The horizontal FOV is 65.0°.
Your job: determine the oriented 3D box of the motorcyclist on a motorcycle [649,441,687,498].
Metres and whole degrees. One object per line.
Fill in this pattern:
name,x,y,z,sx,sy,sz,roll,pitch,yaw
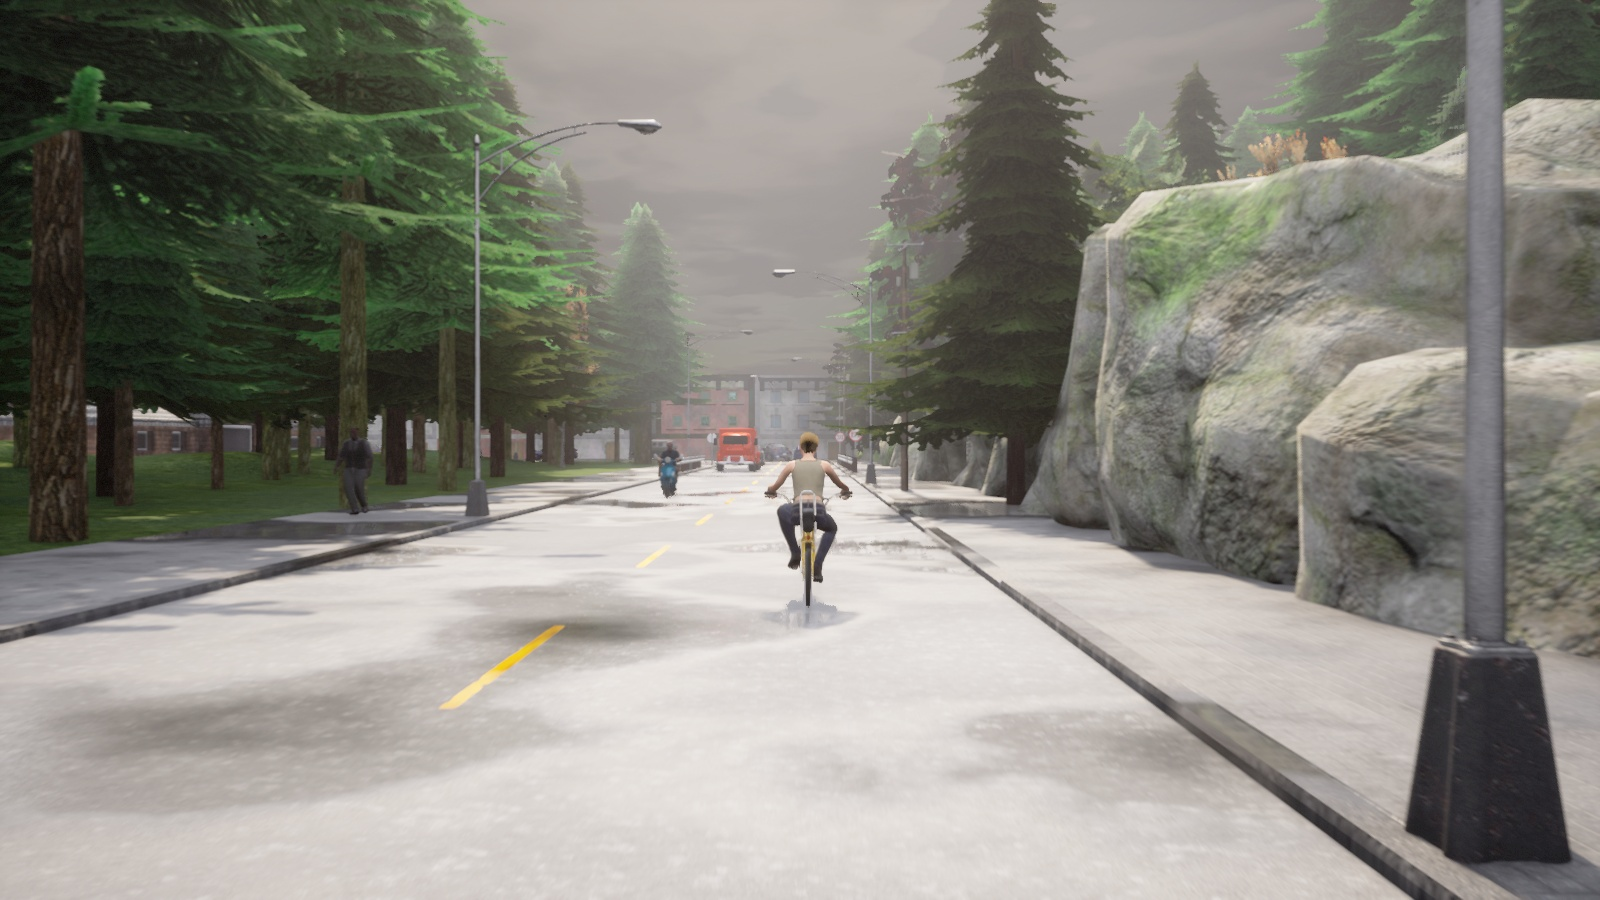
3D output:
motorcyclist on a motorcycle,-3.777,0.552,36.036,0.866,1.590,1.817,0,0,0

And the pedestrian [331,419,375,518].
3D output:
pedestrian,-8.712,0.351,24.493,0.563,1.883,0.849,0,0,-2

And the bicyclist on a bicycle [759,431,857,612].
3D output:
bicyclist on a bicycle,0.080,0.636,11.929,0.866,1.612,1.509,0,0,1

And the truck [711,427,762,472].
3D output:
truck,-3.616,-0.029,72.369,2.627,2.467,5.204,0,0,0
